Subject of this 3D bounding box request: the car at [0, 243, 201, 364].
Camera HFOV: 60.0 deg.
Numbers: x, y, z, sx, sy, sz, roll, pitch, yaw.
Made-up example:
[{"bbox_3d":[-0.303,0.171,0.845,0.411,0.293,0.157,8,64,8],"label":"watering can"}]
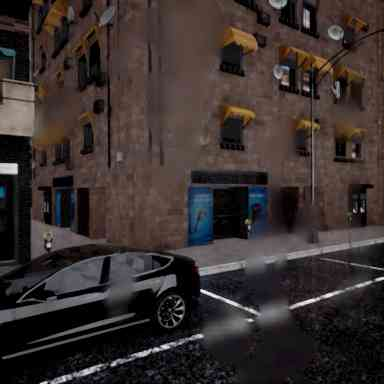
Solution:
[{"bbox_3d":[-1.837,1.565,5.256,4.313,1.339,1.947,0,0,-36],"label":"car"}]
